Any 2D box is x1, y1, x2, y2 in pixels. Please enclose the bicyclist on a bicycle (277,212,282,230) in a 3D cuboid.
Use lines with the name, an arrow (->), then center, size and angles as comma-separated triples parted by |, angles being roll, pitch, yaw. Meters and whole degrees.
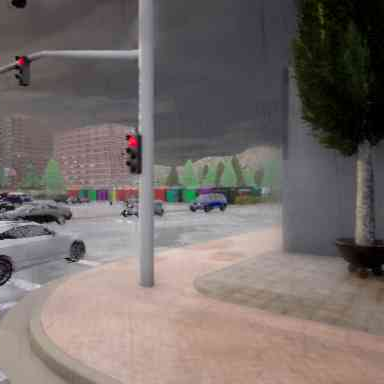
bicyclist on a bicycle -> 5.364, 1.307, 17.916 | 1.656, 1.620, 0.582 | 0, 0, 37

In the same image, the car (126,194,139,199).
car -> -8.276, 1.179, 49.280 | 3.866, 1.878, 1.905 | 0, 0, 35

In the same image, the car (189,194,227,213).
car -> 1.934, 1.235, 38.336 | 2.150, 2.045, 5.566 | 0, 0, 36

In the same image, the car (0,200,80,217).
car -> -10.304, 1.506, 21.846 | 2.128, 1.511, 4.902 | 0, 0, 36

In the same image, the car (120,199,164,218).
car -> -4.399, 1.578, 29.871 | 1.994, 1.385, 4.181 | 0, 0, 37

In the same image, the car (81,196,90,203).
car -> -20.853, 1.399, 61.723 | 3.905, 1.438, 1.784 | 0, 0, 35

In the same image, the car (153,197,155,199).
car -> -6.593, 1.418, 51.636 | 3.806, 1.475, 1.970 | 0, 0, 35

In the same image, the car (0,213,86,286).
car -> -4.998, 1.532, 9.408 | 1.812, 1.442, 4.674 | -1, 0, 18

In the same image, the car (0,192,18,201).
car -> -19.596, 1.180, 33.251 | 3.866, 1.878, 1.905 | 0, 0, 35

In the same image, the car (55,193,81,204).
car -> -22.581, 1.189, 59.397 | 4.605, 1.855, 1.932 | 0, 0, 35
